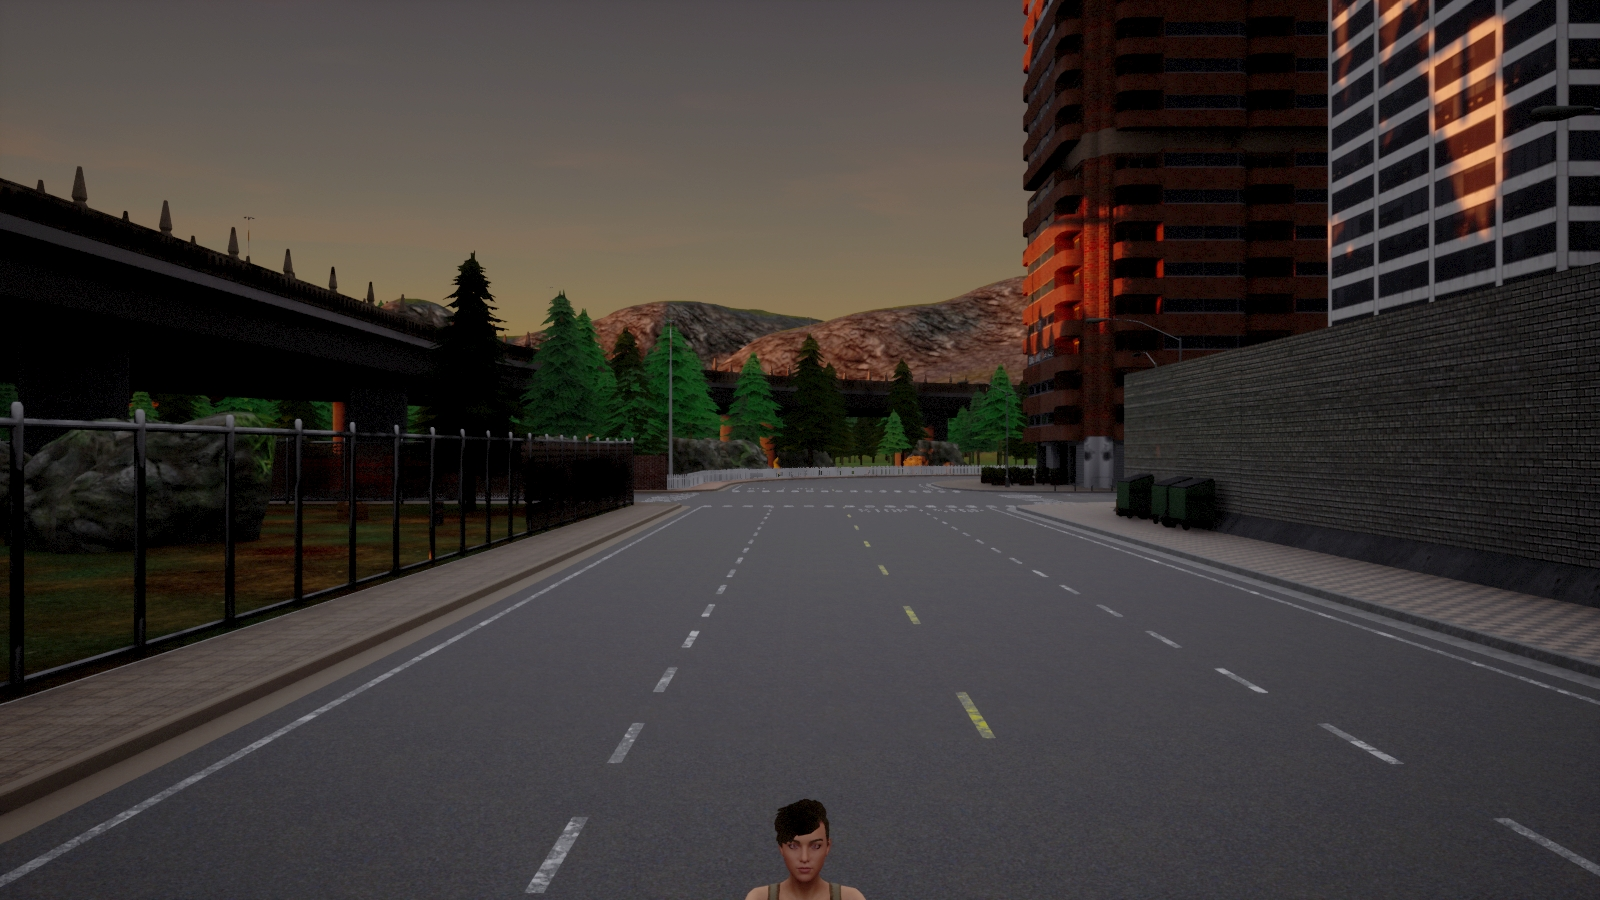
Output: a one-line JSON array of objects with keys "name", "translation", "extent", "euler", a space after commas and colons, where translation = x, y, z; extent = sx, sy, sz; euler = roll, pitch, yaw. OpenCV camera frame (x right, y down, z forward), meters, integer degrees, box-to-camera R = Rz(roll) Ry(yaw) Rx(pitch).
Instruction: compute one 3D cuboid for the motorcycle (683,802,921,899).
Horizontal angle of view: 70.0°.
[{"name": "motorcycle", "translation": [0.006, 2.099, 3.507], "extent": [0.764, 1.307, 2.356], "euler": [0, 0, 0]}]
